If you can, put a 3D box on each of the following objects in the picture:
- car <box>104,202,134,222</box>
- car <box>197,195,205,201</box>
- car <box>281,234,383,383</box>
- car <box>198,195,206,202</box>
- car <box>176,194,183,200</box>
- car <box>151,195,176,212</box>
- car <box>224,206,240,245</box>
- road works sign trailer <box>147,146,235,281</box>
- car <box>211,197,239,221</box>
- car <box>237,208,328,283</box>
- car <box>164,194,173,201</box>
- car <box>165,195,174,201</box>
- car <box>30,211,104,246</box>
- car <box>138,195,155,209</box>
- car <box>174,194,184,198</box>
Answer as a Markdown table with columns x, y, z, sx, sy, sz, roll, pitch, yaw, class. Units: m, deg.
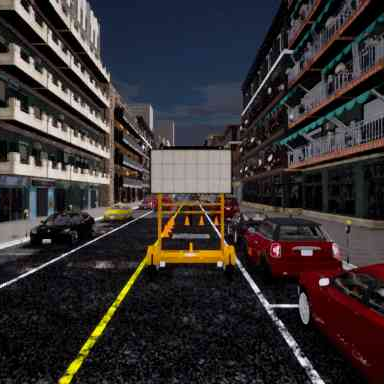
| x | y | z | sx | sy | sz | roll | pitch | yaw | class |
| --- | --- | --- | --- | --- | --- | --- | --- | --- | --- |
| -5.764 | 1.523 | 26.394 | 1.752 | 1.417 | 4.829 | 0 | 0 | 0 | car |
| 2.437 | 1.516 | 88.585 | 1.887 | 1.381 | 4.507 | 0 | 0 | 0 | car |
| 2.682 | 1.545 | 4.039 | 1.887 | 1.381 | 4.507 | 0 | 0 | 0 | car |
| 2.469 | 1.502 | 77.482 | 1.752 | 1.417 | 4.829 | 0 | 0 | 0 | car |
| -3.258 | 1.309 | 89.793 | 1.812 | 1.442 | 4.674 | 0 | 0 | 0 | car |
| -3.209 | 1.471 | 38.236 | 1.882 | 1.535 | 5.008 | 0 | 0 | 0 | car |
| 2.649 | 1.550 | 15.312 | 2.008 | 1.369 | 4.403 | 0 | 0 | 0 | car |
| -0.027 | 0.464 | 9.800 | 2.380 | 3.560 | 2.880 | 0 | 0 | 0 | road works sign trailer |
| 2.617 | 1.312 | 26.585 | 2.192 | 1.841 | 5.009 | 0 | 0 | 0 | car |
| 2.665 | 1.440 | 9.676 | 1.967 | 1.590 | 4.097 | 0 | 0 | 0 | car |
| -5.927 | 1.414 | 82.927 | 1.967 | 1.590 | 4.097 | 0 | 0 | 0 | car |
| -5.944 | 1.516 | 88.565 | 1.887 | 1.381 | 4.507 | 0 | 0 | 0 | car |
| -5.732 | 1.565 | 15.290 | 1.947 | 1.339 | 4.313 | 0 | 0 | 0 | car |
| -5.813 | 1.432 | 43.474 | 1.967 | 1.590 | 4.097 | 0 | 0 | 0 | car |
| -3.227 | 1.091 | 78.758 | 1.837 | 1.490 | 4.892 | 0 | 0 | 0 | car |
